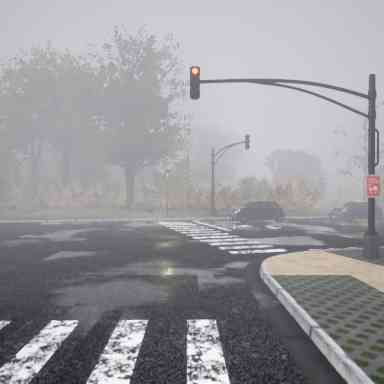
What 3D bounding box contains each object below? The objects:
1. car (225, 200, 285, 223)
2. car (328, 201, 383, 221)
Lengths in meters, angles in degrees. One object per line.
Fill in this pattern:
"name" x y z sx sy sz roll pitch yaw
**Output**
"car" 4.849 1.428 25.803 4.553 1.767 2.097 1 0 -19
"car" 14.183 1.570 28.953 4.553 1.767 2.097 1 0 -18
